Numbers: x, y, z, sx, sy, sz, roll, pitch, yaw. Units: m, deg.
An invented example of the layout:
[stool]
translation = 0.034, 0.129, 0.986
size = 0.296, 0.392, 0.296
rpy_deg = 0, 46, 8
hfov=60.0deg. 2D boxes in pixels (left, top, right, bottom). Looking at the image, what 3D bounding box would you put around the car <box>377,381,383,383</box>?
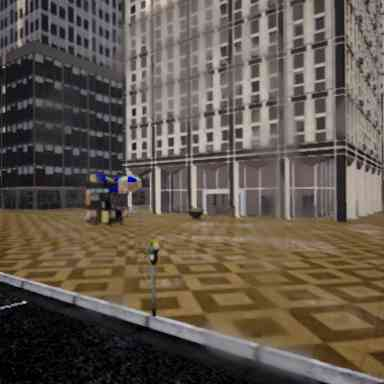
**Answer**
[car]
translation = 2.785, 1.535, 0.924
size = 4.507, 1.381, 1.887
rpy_deg = 0, 0, 35
